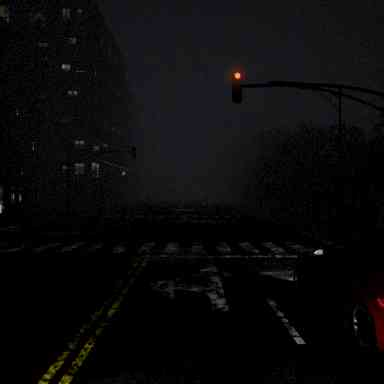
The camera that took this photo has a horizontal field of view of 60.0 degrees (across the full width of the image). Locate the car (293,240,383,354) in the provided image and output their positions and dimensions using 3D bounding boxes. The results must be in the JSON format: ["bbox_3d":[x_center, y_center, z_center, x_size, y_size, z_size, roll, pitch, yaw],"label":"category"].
[{"bbox_3d":[3.345,1.564,6.128,1.994,1.385,4.181,0,0,0],"label":"car"}]

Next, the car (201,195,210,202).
[{"bbox_3d":[3.191,1.557,77.775,2.128,1.511,4.902,0,0,0],"label":"car"}]
